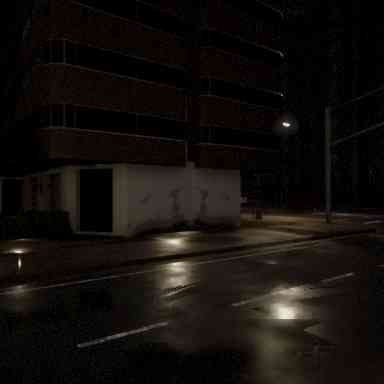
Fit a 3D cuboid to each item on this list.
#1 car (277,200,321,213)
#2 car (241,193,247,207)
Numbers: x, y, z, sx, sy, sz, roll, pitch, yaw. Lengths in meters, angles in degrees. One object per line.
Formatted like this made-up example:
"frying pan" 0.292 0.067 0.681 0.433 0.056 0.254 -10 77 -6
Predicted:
"car" 12.021 1.601 37.578 1.895 1.301 4.718 0 0 -36
"car" 6.159 1.222 51.964 2.150 2.045 5.566 0 0 -36
